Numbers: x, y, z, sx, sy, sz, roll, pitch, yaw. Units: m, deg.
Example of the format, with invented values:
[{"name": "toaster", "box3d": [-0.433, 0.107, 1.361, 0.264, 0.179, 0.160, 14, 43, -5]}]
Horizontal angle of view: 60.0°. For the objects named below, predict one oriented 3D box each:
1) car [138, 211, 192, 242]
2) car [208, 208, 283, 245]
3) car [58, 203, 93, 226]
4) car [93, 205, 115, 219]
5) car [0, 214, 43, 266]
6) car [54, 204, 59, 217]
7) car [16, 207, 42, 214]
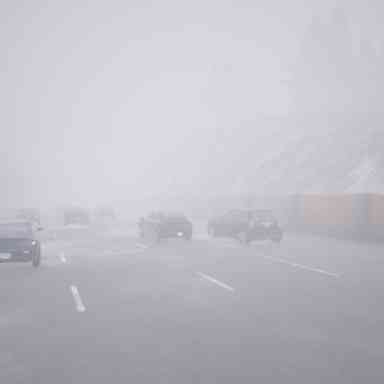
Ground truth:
[{"name": "car", "box3d": [-1.584, 1.792, 18.173, 1.837, 1.490, 4.892, 0, -1, -24]}, {"name": "car", "box3d": [2.607, 1.623, 17.416, 2.097, 1.767, 4.553, 0, -1, -25]}, {"name": "car", "box3d": [-9.703, 1.917, 27.558, 1.882, 1.535, 5.008, 0, -1, -25]}, {"name": "car", "box3d": [-9.469, 2.088, 35.488, 1.812, 1.442, 4.674, 0, -1, -24]}, {"name": "car", "box3d": [-6.351, 1.716, 11.718, 1.812, 1.442, 4.674, 0, -1, -25]}, {"name": "car", "box3d": [-15.470, 2.148, 40.223, 1.837, 1.490, 4.892, 0, 0, -24]}, {"name": "car", "box3d": [-13.955, 2.004, 28.449, 2.033, 1.411, 5.357, 0, -1, -24]}]
